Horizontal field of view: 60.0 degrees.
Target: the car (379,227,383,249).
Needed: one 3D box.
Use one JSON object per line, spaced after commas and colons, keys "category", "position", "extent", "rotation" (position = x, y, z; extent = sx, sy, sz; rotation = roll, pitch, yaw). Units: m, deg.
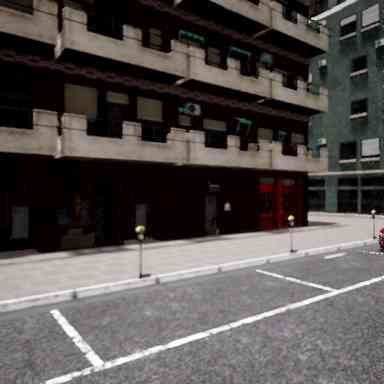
{"category": "car", "position": [9.072, 1.528, 13.063], "extent": [4.507, 1.381, 1.887], "rotation": [0, 0, -36]}
